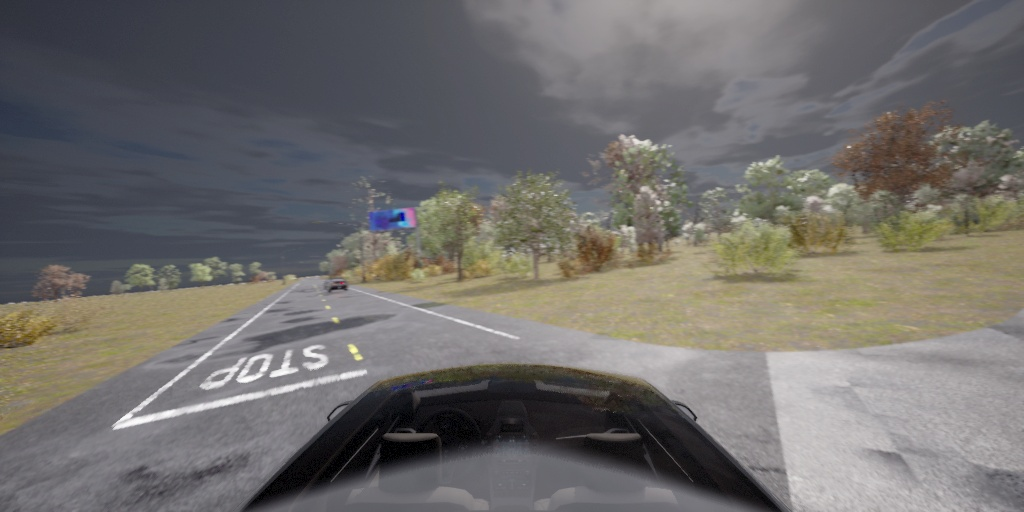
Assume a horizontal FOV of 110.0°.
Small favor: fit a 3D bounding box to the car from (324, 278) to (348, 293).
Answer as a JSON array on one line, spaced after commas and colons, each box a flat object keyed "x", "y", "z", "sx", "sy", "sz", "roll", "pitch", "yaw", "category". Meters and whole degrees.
[{"x": -19.160, "y": 3.165, "z": 39.359, "sx": 1.837, "sy": 1.490, "sz": 4.892, "roll": -5, "pitch": 0, "yaw": -29, "category": "car"}]

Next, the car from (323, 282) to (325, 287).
[{"x": -24.224, "y": 3.707, "z": 48.304, "sx": 2.033, "sy": 1.411, "sz": 5.357, "roll": -5, "pitch": 0, "yaw": -29, "category": "car"}]
